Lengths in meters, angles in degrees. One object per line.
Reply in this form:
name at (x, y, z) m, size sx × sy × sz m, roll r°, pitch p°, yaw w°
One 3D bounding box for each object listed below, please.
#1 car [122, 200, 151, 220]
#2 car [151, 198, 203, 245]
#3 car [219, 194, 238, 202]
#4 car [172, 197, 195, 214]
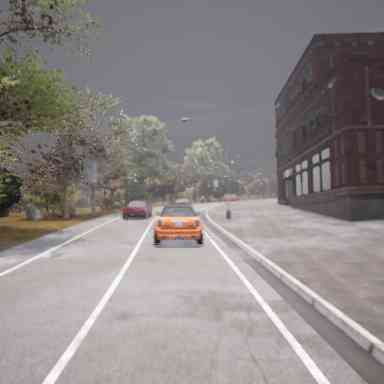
car at (-4.522, 1.446, 27.907) m, size 1.882 × 1.535 × 5.008 m, roll 0°, pitch 0°, yaw 1°
car at (-0.669, 1.357, 15.860) m, size 2.097 × 1.767 × 4.553 m, roll 0°, pitch 0°, yaw -3°
car at (7.319, 1.123, 66.876) m, size 2.097 × 1.767 × 4.553 m, roll -4°, pitch -1°, yaw 35°
car at (-0.808, 1.391, 35.015) m, size 1.882 × 1.535 × 5.008 m, roll -1°, pitch 0°, yaw 5°
